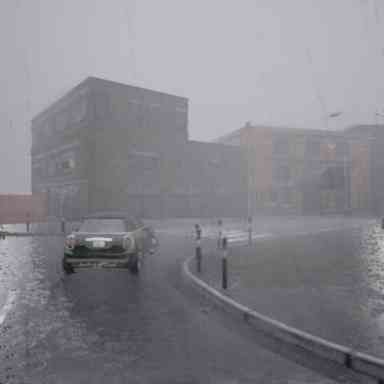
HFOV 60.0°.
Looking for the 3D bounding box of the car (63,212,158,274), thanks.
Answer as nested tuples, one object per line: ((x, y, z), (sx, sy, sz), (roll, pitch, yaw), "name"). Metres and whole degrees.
((-2.489, 1.442, 11.090), (2.097, 1.767, 4.553), (0, 0, 1), "car")
